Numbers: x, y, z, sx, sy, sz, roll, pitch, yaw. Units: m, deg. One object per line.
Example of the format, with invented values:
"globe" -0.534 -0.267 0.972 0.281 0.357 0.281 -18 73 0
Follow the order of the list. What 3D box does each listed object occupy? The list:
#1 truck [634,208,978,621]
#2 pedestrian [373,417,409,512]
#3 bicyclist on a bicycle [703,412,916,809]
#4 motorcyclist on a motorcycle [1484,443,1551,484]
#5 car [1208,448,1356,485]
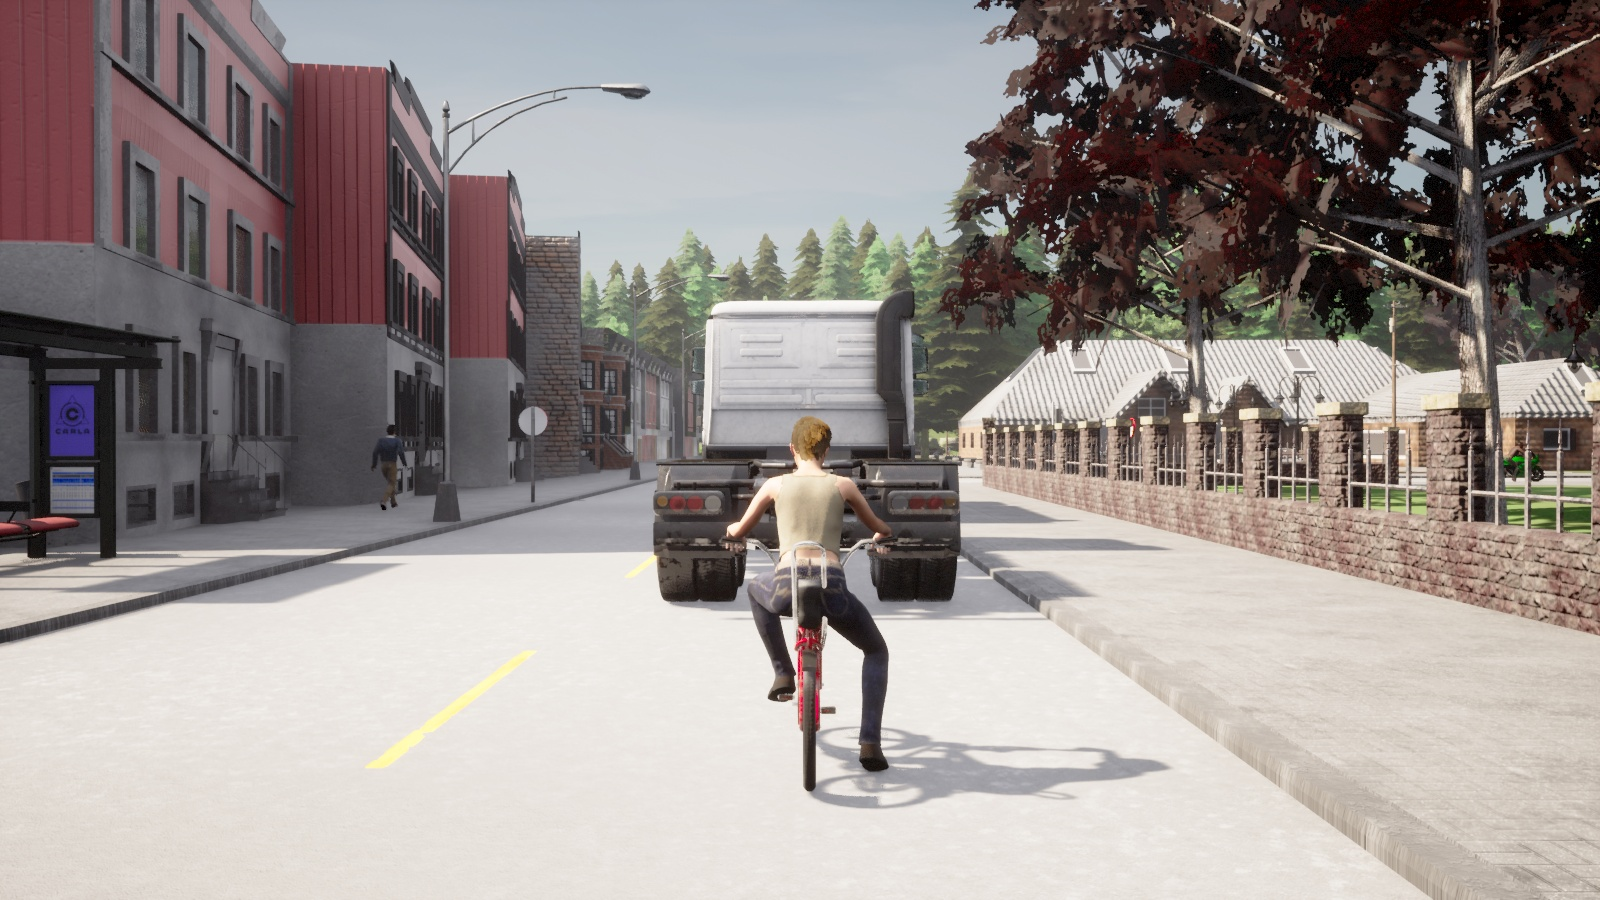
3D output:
"truck" 0.095 -0.317 14.519 2.891 3.462 7.936 0 0 1
"pedestrian" -8.569 0.301 26.347 0.423 1.949 0.788 0 0 7
"bicyclist on a bicycle" 0.044 0.650 5.856 0.866 1.612 1.509 0 0 0
"motorcyclist on a motorcycle" 26.488 0.488 46.375 2.044 1.523 0.797 0 0 -1
"car" 17.769 0.599 46.425 4.718 1.301 1.895 0 0 -1
